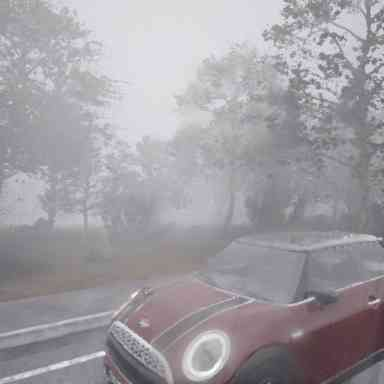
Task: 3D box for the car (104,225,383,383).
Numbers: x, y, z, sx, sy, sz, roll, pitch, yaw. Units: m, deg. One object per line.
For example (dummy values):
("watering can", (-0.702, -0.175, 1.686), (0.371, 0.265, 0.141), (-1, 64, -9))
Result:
("car", (1.190, 1.394, 4.531), (4.553, 1.767, 2.097), (1, -1, -35))
